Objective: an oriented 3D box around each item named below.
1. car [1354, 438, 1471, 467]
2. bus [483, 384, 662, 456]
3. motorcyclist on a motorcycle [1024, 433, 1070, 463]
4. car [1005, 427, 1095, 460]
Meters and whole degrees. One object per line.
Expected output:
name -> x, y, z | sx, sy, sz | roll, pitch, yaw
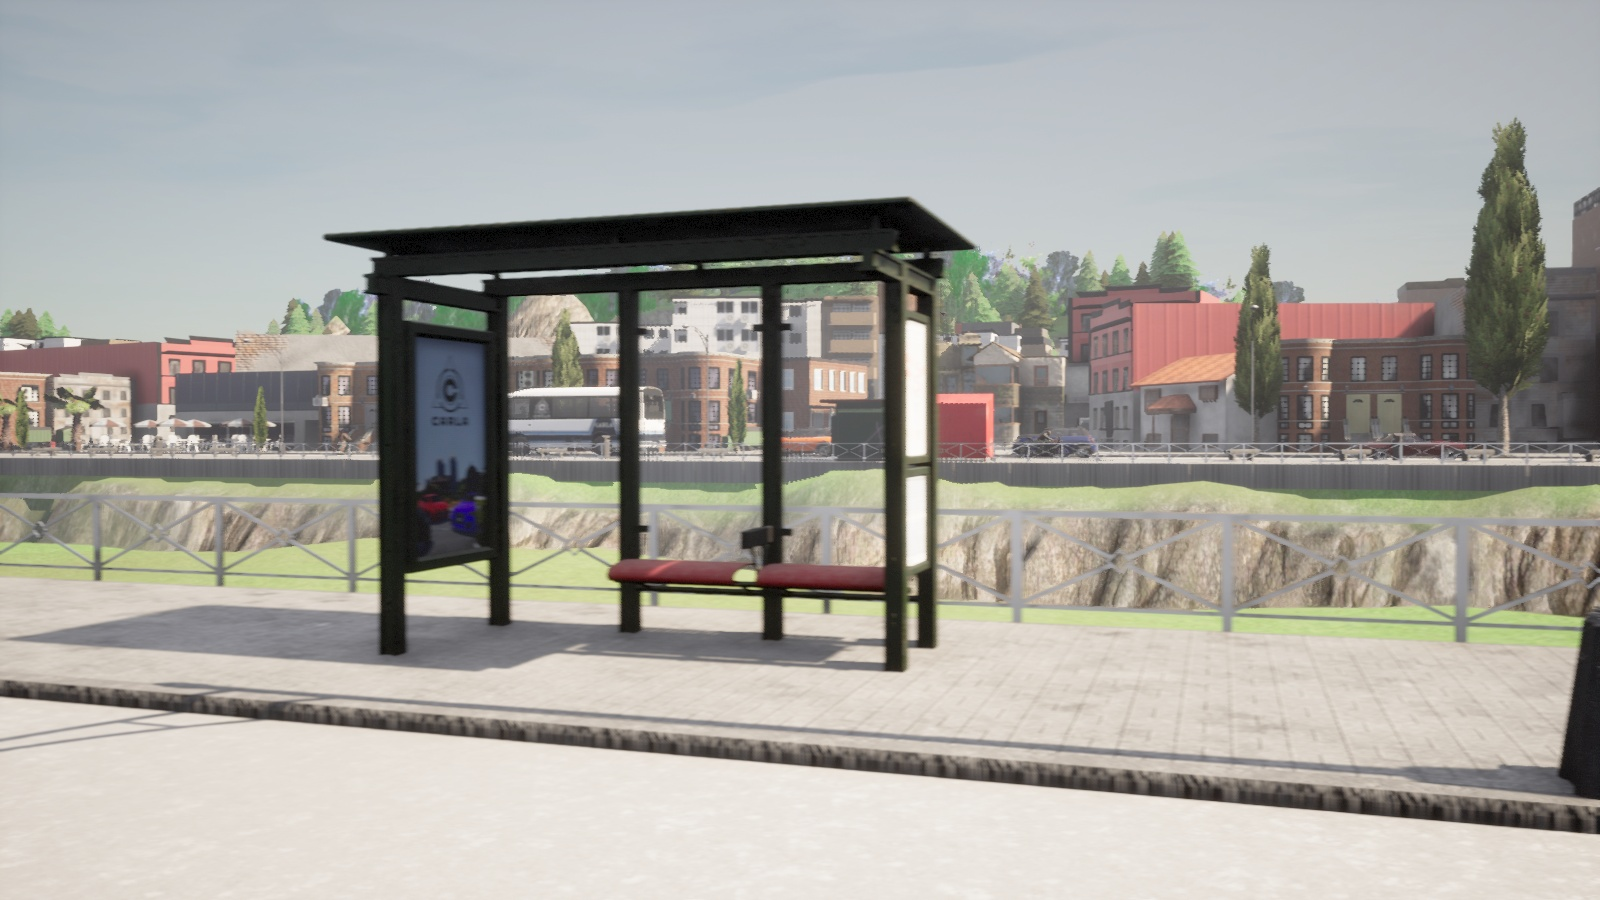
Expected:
car -> 28.780, 0.088, 59.144 | 4.718, 1.301, 1.895 | 1, 1, 19
bus -> -14.083, -1.848, 77.749 | 10.273, 4.253, 3.944 | 1, 1, 19
motorcyclist on a motorcycle -> 12.702, -0.124, 64.546 | 2.191, 1.530, 0.866 | 1, 1, 19
car -> 13.634, -0.360, 68.450 | 4.553, 1.767, 2.097 | 1, 1, 19
